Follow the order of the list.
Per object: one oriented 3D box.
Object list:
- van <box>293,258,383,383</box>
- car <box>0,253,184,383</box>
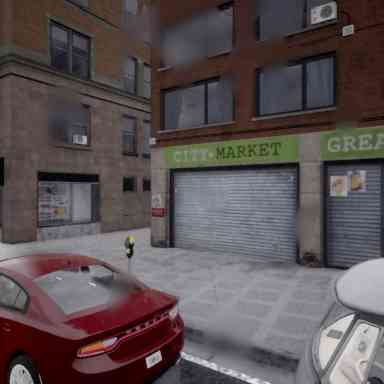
[{"bbox_3d":[2.411,1.341,1.357,3.998,1.788,1.690,0,0,35],"label":"van"},{"bbox_3d":[-2.198,1.544,4.644,4.507,1.381,1.887,0,0,35],"label":"car"}]
